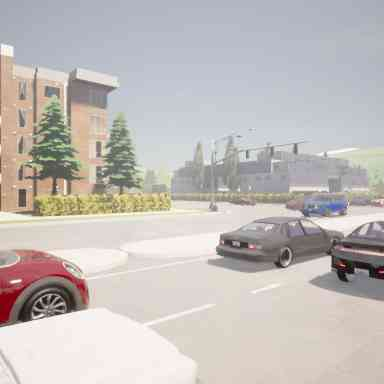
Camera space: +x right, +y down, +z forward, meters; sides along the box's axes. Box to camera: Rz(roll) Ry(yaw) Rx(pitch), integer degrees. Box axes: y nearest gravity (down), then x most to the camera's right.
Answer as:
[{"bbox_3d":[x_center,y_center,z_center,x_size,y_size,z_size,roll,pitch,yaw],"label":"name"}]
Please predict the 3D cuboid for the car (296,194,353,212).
[{"bbox_3d":[12.124,1.223,30.247,5.566,2.045,2.150,0,0,-42],"label":"car"}]

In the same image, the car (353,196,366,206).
[{"bbox_3d":[27.050,1.355,53.133,4.553,1.767,2.097,0,0,-40],"label":"car"}]

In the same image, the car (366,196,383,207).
[{"bbox_3d":[28.478,1.354,49.734,4.553,1.767,2.097,0,0,-41],"label":"car"}]

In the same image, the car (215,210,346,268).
[{"bbox_3d":[3.200,1.548,11.314,5.357,1.411,2.033,0,0,-40],"label":"car"}]

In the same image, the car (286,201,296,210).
[{"bbox_3d":[13.656,1.354,40.048,4.553,1.767,2.097,0,0,-10],"label":"car"}]

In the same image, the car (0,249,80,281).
[{"bbox_3d":[-3.970,1.352,5.081,4.553,1.767,2.097,0,0,-40],"label":"car"}]

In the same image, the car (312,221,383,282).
[{"bbox_3d":[5.449,1.492,8.631,4.902,1.511,2.128,0,0,-40],"label":"car"}]

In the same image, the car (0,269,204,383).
[{"bbox_3d":[-2.152,1.601,2.031,4.718,1.301,1.895,0,0,-40],"label":"car"}]

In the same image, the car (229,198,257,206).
[{"bbox_3d":[8.403,1.603,55.288,1.895,1.301,4.718,0,0,-37],"label":"car"}]
